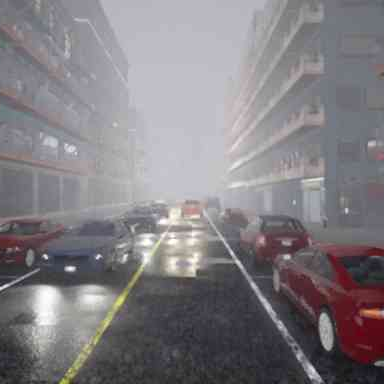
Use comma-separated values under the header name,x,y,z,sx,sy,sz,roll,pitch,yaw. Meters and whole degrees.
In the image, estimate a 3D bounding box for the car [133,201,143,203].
name,x,y,z,sx,sy,sz,roll,pitch,yaw
car,-5.687,1.651,33.370,1.752,1.417,4.829,1,0,0

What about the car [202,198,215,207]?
name,x,y,z,sx,sy,sz,roll,pitch,yaw
car,2.691,1.780,55.621,1.947,1.339,4.313,1,0,0

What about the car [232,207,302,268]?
name,x,y,z,sx,sy,sz,roll,pitch,yaw
car,2.698,1.483,11.434,1.967,1.590,4.097,1,0,0

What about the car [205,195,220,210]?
name,x,y,z,sx,sy,sz,roll,pitch,yaw
car,2.695,1.486,44.576,2.192,1.841,5.009,1,0,0

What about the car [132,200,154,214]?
name,x,y,z,sx,sy,sz,roll,pitch,yaw
car,-5.688,1.699,39.064,2.008,1.369,4.403,1,0,0

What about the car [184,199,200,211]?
name,x,y,z,sx,sy,sz,roll,pitch,yaw
car,0.015,1.717,44.296,2.033,1.411,5.357,0,0,0

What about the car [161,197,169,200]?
name,x,y,z,sx,sy,sz,roll,pitch,yaw
car,-5.691,1.760,60.986,1.752,1.417,4.829,1,0,0

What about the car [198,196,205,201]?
name,x,y,z,sx,sy,sz,roll,pitch,yaw
car,2.685,1.941,94.286,1.947,1.339,4.313,0,0,0

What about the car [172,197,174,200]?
name,x,y,z,sx,sy,sz,roll,pitch,yaw
car,-5.694,1.878,83.251,2.008,1.369,4.403,1,0,0

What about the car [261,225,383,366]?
name,x,y,z,sx,sy,sz,roll,pitch,yaw
car,2.698,1.567,5.910,1.887,1.381,4.507,1,0,0

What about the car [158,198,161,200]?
name,x,y,z,sx,sy,sz,roll,pitch,yaw
car,-5.689,1.715,44.587,1.887,1.381,4.507,1,0,0

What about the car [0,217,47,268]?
name,x,y,z,sx,sy,sz,roll,pitch,yaw
car,-5.684,1.587,11.446,1.887,1.381,4.507,1,0,0

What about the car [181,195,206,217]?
name,x,y,z,sx,sy,sz,roll,pitch,yaw
car,0.000,1.474,32.335,2.097,1.767,4.553,0,0,0

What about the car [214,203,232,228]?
name,x,y,z,sx,sy,sz,roll,pitch,yaw
car,2.695,1.667,22.480,1.802,1.307,4.206,1,0,0

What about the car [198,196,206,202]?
name,x,y,z,sx,sy,sz,roll,pitch,yaw
car,2.686,1.896,88.762,1.887,1.381,4.507,1,0,0

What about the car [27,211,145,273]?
name,x,y,z,sx,sy,sz,roll,pitch,yaw
car,-3.094,1.589,11.150,2.033,1.411,5.357,0,0,0

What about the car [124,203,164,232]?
name,x,y,z,sx,sy,sz,roll,pitch,yaw
car,-3.094,1.642,20.699,1.994,1.385,4.181,0,0,0

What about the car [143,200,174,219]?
name,x,y,z,sx,sy,sz,roll,pitch,yaw
car,-3.059,1.680,30.774,1.994,1.385,4.181,0,0,0

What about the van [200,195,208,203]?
name,x,y,z,sx,sy,sz,roll,pitch,yaw
van,2.689,1.646,77.715,1.690,1.788,3.998,1,0,0

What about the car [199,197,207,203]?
name,x,y,z,sx,sy,sz,roll,pitch,yaw
car,2.687,1.873,83.238,1.887,1.381,4.507,1,0,0

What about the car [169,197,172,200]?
name,x,y,z,sx,sy,sz,roll,pitch,yaw
car,-5.692,1.809,66.680,2.008,1.369,4.403,1,0,0

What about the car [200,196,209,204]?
name,x,y,z,sx,sy,sz,roll,pitch,yaw
car,2.689,1.722,72.192,1.967,1.590,4.097,1,0,0

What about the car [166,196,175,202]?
name,x,y,z,sx,sy,sz,roll,pitch,yaw
car,-5.695,1.902,88.774,2.008,1.369,4.403,1,0,0
